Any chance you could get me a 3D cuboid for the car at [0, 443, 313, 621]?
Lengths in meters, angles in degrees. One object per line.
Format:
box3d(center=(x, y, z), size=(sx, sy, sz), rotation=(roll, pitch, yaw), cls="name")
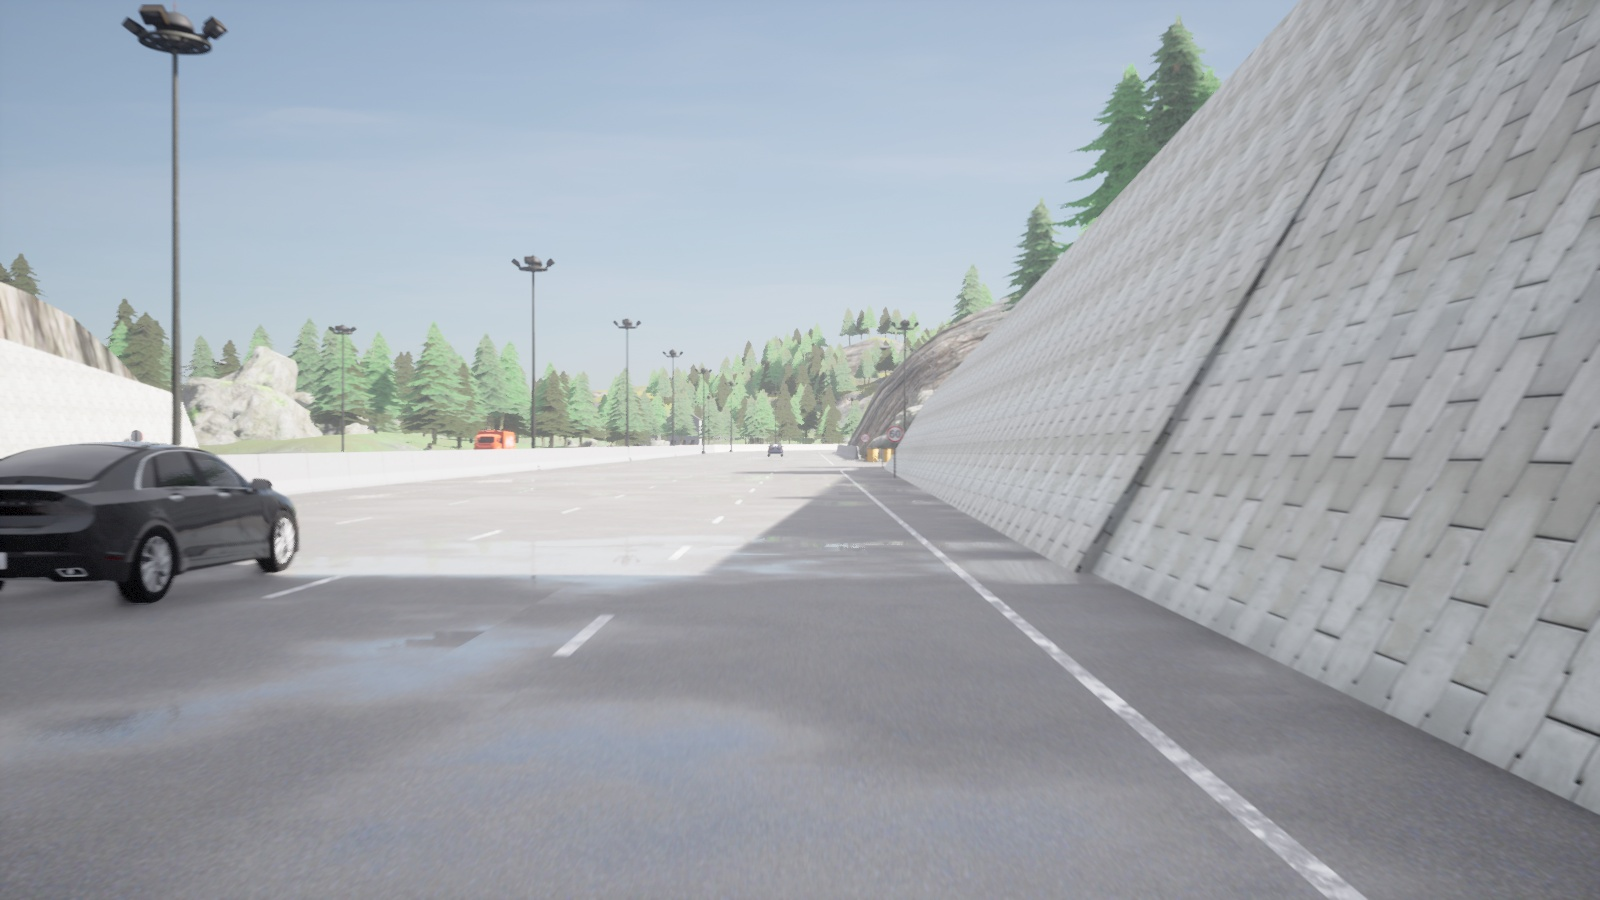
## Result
box3d(center=(-6.909, 0.674, 12.969), size=(1.837, 1.490, 4.892), rotation=(0, 0, 0), cls="car")
